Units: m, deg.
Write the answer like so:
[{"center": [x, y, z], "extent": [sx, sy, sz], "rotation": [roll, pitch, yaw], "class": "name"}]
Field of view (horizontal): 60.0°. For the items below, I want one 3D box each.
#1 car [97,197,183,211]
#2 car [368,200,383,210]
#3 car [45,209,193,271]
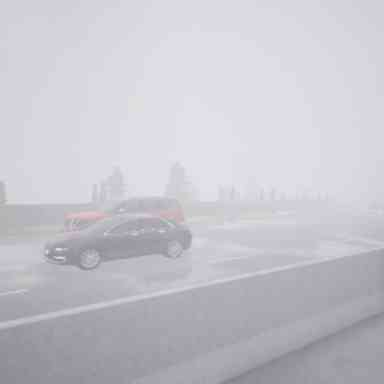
[{"center": [-2.832, 1.234, 14.900], "extent": [5.566, 2.045, 2.150], "rotation": [0, 0, -36], "class": "car"}, {"center": [26.335, 1.786, 47.759], "extent": [2.033, 1.411, 5.357], "rotation": [0, 0, 27], "class": "car"}, {"center": [-2.235, 1.514, 11.047], "extent": [4.892, 1.490, 1.837], "rotation": [0, 0, -36], "class": "car"}]
